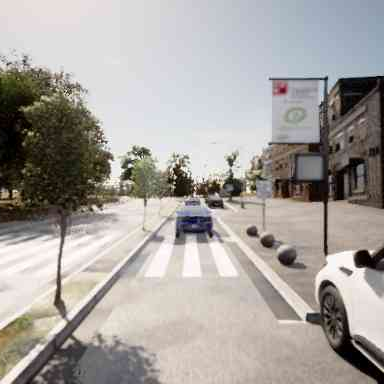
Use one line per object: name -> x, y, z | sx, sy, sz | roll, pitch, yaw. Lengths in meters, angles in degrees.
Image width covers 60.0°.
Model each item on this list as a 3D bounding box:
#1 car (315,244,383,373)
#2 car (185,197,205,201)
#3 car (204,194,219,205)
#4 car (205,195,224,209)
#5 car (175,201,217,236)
car -> 3.050, 1.228, 3.010 | 2.435, 2.045, 5.566 | 0, 0, 0
car -> 0.108, 1.312, 39.458 | 2.128, 1.511, 4.902 | 0, 2, 0
car -> 2.938, 1.077, 49.992 | 1.994, 1.385, 4.181 | 0, 2, 0
car -> 2.934, 1.227, 41.907 | 1.882, 1.535, 5.008 | 0, 2, 0
car -> 0.104, 1.464, 18.187 | 1.882, 1.535, 5.008 | 0, 0, 0
